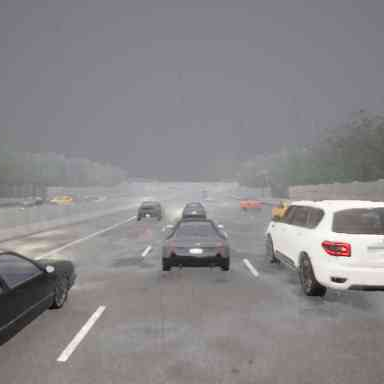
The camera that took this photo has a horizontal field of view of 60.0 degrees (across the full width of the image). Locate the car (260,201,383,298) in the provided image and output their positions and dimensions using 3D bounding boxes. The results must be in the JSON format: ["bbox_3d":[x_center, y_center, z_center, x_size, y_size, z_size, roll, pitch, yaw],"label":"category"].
[{"bbox_3d":[3.509,1.225,8.687,2.150,2.045,5.566,0,0,0],"label":"car"}]

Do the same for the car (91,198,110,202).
[{"bbox_3d":[-13.773,1.594,51.785,1.812,1.442,4.674,0,0,1],"label":"car"}]

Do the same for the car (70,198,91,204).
[{"bbox_3d":[-17.253,1.633,53.142,1.994,1.385,4.181,0,0,1],"label":"car"}]

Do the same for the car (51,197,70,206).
[{"bbox_3d":[-20.751,1.546,53.052,1.882,1.535,5.008,0,0,1],"label":"car"}]

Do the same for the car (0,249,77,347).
[{"bbox_3d":[-3.396,1.547,4.747,2.033,1.411,5.357,0,0,0],"label":"car"}]

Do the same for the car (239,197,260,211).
[{"bbox_3d":[7.286,1.407,42.162,2.097,1.767,4.553,0,0,1],"label":"car"}]

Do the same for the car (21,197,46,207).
[{"bbox_3d":[-24.276,1.556,51.107,2.128,1.511,4.902,0,0,1],"label":"car"}]

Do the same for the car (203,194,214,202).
[{"bbox_3d":[4.116,1.699,76.857,1.895,1.301,4.718,0,0,1],"label":"car"}]

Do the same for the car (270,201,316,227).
[{"bbox_3d":[7.117,1.499,24.104,1.882,1.535,5.008,0,0,1],"label":"car"}]

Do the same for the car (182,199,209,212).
[{"bbox_3d":[0.188,1.591,28.083,1.994,1.385,4.181,0,0,0],"label":"car"}]

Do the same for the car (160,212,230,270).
[{"bbox_3d":[0.116,1.568,10.999,1.994,1.385,4.181,0,0,0],"label":"car"}]

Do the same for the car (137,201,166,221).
[{"bbox_3d":[-3.316,1.530,27.489,1.837,1.490,4.892,0,0,0],"label":"car"}]
